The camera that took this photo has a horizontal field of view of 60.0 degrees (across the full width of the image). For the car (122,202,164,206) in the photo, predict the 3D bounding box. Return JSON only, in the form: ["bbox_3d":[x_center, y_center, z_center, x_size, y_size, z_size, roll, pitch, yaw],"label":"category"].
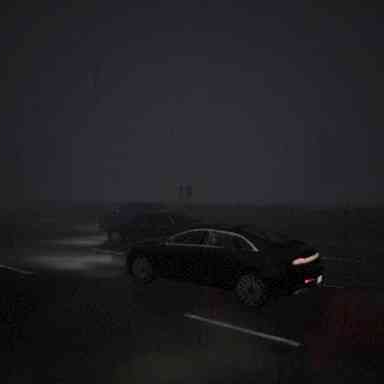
[{"bbox_3d":[-3.272,1.362,19.155,4.553,1.767,2.097,0,0,35],"label":"car"}]

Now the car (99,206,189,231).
[{"bbox_3d":[-1.390,1.512,13.581,4.892,1.490,1.837,0,0,36],"label":"car"}]

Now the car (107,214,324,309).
[{"bbox_3d":[0.520,1.494,7.919,4.902,1.511,2.128,0,0,35],"label":"car"}]
